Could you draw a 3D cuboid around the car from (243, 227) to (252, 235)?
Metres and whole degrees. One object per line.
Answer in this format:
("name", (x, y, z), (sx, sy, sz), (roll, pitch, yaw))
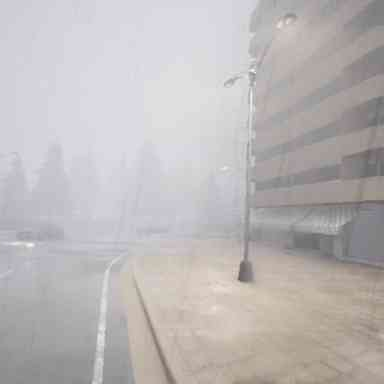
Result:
("car", (9.426, 5.656, 47.070), (4.902, 1.511, 2.128), (6, -6, -33))

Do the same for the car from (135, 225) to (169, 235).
("car", (-5.082, 4.849, 42.851), (1.895, 1.301, 4.718), (-1, -6, 36))

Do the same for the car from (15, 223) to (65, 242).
("car", (-11.864, 3.145, 26.236), (1.994, 1.385, 4.181), (2, -5, 11))
